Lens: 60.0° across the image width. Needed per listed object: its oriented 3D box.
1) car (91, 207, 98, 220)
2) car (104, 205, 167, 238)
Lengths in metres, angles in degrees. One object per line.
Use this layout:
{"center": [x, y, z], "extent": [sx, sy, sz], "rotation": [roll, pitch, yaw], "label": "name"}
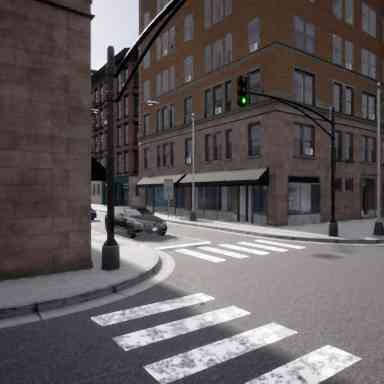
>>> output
{"center": [-9.026, 1.394, 25.631], "extent": [2.033, 1.411, 5.357], "rotation": [0, 0, -36], "label": "car"}
{"center": [-3.064, 1.435, 17.271], "extent": [1.812, 1.442, 4.674], "rotation": [0, 0, -35], "label": "car"}
